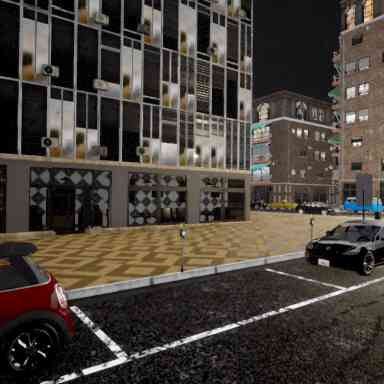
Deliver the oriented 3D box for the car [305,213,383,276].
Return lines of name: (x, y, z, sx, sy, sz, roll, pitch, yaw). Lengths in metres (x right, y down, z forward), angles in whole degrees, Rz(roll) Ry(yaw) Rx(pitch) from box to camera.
car: (5.398, 1.567, 10.392, 4.313, 1.339, 1.947, 0, 1, -35)

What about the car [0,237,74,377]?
car: (-3.682, 1.440, 3.922, 4.097, 1.590, 1.967, 0, 1, -35)

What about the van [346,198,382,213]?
van: (19.143, 1.525, 37.437, 1.690, 1.788, 3.998, 0, -1, -35)

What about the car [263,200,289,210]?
car: (12.719, 1.787, 46.694, 1.752, 1.417, 4.829, 0, -1, -35)

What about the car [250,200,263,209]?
car: (9.654, 1.864, 51.114, 1.947, 1.339, 4.313, 0, -1, -35)

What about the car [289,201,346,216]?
car: (12.253, 1.620, 32.662, 2.008, 1.369, 4.403, 0, -1, -35)
